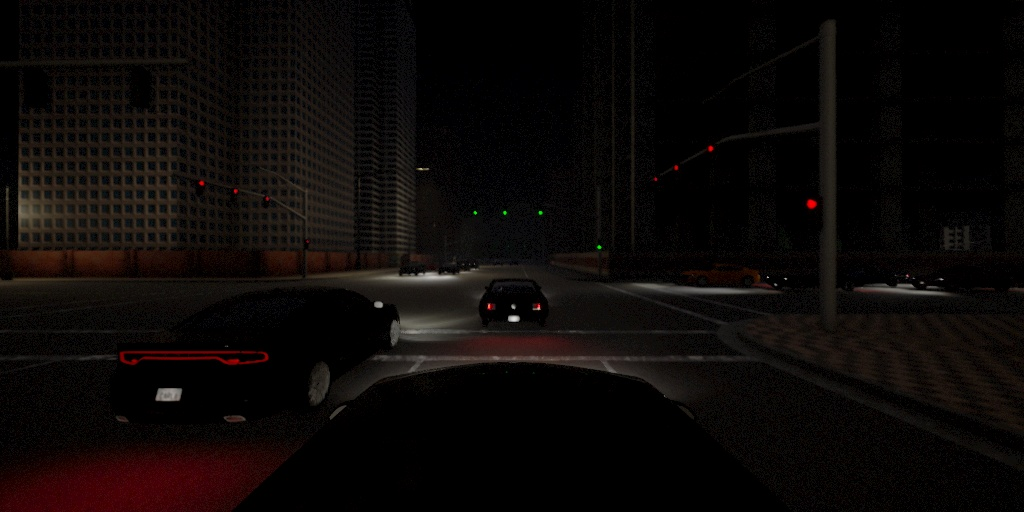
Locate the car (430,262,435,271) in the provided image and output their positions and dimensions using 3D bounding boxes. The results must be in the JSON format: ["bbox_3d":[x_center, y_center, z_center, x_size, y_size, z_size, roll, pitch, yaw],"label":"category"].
[{"bbox_3d":[-10.614,1.460,48.391,1.895,1.301,4.718,0,0,1],"label":"car"}]

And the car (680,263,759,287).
[{"bbox_3d":[14.340,1.281,24.887,5.008,1.535,1.882,0,0,0],"label":"car"}]

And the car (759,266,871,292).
[{"bbox_3d":[17.911,1.395,21.363,4.718,1.301,1.895,0,0,0],"label":"car"}]

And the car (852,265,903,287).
[{"bbox_3d":[24.152,1.350,24.822,5.357,1.411,2.033,0,0,0],"label":"car"}]

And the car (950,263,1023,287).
[{"bbox_3d":[34.010,1.293,24.748,4.902,1.511,2.128,0,0,1],"label":"car"}]

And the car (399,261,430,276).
[{"bbox_3d":[-10.752,1.315,39.050,1.882,1.535,5.008,0,0,1],"label":"car"}]

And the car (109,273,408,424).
[{"bbox_3d":[-3.436,1.238,6.061,1.882,1.535,5.008,0,0,0],"label":"car"}]

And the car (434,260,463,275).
[{"bbox_3d":[-7.220,1.443,41.399,1.895,1.301,4.718,0,0,1],"label":"car"}]

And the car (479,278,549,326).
[{"bbox_3d":[0.035,1.374,11.714,1.895,1.301,4.718,0,0,0],"label":"car"}]

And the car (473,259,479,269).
[{"bbox_3d":[-6.861,1.239,60.777,2.097,1.767,4.553,0,0,1],"label":"car"}]

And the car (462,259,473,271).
[{"bbox_3d":[-7.071,1.368,50.616,1.837,1.490,4.892,0,0,1],"label":"car"}]

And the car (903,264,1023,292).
[{"bbox_3d":[26.693,1.320,21.296,4.674,1.442,1.812,0,0,0],"label":"car"}]
